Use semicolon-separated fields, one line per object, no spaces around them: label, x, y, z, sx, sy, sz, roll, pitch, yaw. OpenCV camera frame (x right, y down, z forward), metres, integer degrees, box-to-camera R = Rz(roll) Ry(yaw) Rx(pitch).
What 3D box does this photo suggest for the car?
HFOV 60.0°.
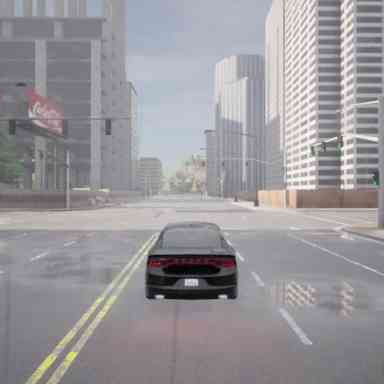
car;-0.003;1.478;8.464;1.882;1.535;5.008;0;0;0
